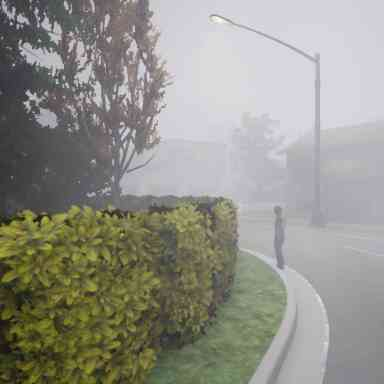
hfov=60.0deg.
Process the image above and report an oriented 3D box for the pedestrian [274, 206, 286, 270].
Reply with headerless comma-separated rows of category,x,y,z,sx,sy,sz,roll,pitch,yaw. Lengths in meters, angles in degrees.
pedestrian,2.558,1.294,9.653,0.375,1.860,0.375,0,0,-3
